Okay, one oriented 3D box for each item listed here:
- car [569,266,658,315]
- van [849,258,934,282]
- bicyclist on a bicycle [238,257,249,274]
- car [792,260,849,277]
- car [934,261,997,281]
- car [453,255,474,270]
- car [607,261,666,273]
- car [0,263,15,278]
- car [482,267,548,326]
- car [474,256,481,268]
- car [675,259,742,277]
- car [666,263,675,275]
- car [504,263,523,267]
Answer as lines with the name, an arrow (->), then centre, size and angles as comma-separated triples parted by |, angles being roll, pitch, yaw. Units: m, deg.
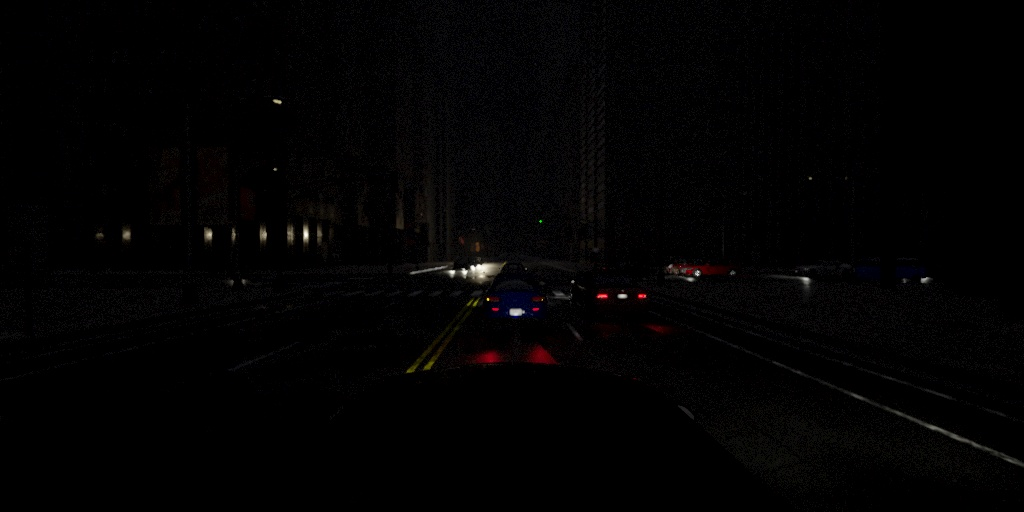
car -> 3.367, 1.252, 13.329 | 2.033, 1.411, 5.357 | 0, 0, 1
van -> 27.514, 1.017, 26.095 | 3.998, 1.789, 1.690 | 0, 0, 0
bicyclist on a bicycle -> -25.894, 0.903, 34.399 | 0.582, 1.620, 1.656 | 0, 1, 0
car -> 27.646, 1.097, 31.928 | 4.674, 1.442, 1.812 | 0, 1, 0
car -> 32.955, 1.252, 26.066 | 4.207, 1.307, 1.802 | 0, 0, 0
car -> -6.586, 1.052, 47.376 | 1.882, 1.535, 5.008 | 0, 0, 1
car -> 9.240, 1.151, 28.097 | 4.902, 1.511, 2.128 | -1, 1, -27
car -> -46.433, 1.271, 31.533 | 4.507, 1.381, 1.888 | 0, 0, 0
car -> 0.083, 1.237, 11.366 | 1.812, 1.442, 4.674 | 0, 0, 0
car -> -6.554, 1.046, 56.880 | 1.837, 1.490, 4.892 | 0, 0, 0
car -> 17.707, 1.059, 31.997 | 5.008, 1.535, 1.882 | 0, 1, 0
car -> 16.676, 0.975, 34.679 | 4.097, 1.591, 1.967 | 0, 0, 0
car -> 0.098, 1.202, 25.959 | 2.033, 1.411, 5.357 | 0, 0, 0
